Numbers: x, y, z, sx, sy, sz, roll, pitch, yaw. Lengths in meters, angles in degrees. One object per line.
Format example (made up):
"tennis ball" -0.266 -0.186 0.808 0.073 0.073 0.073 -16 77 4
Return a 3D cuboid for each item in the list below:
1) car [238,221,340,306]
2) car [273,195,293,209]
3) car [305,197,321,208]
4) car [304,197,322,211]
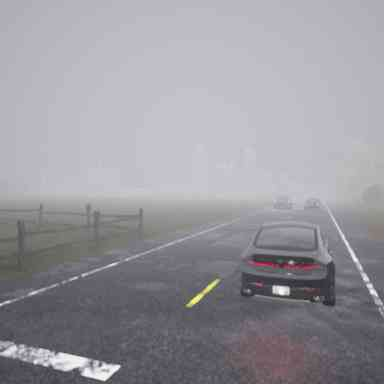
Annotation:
"car" 2.429 1.480 8.126 1.837 1.490 4.892 0 0 21
"car" 11.650 1.231 42.308 2.097 1.767 4.553 0 0 21
"car" 16.981 1.429 46.494 1.994 1.385 4.181 0 0 21
"car" 14.213 1.433 39.107 2.033 1.411 5.357 0 0 21
